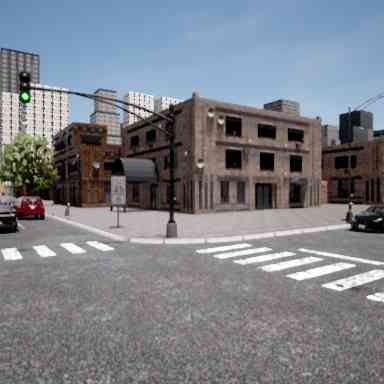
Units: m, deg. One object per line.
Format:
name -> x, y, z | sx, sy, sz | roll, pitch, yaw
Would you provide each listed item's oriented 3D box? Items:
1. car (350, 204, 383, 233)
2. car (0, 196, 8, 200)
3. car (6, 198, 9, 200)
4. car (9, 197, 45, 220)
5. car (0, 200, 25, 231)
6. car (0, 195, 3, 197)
car -> 10.379, 1.354, 17.922 | 4.313, 1.339, 1.947 | -1, 1, -33
car -> -22.600, 1.565, 41.556 | 1.947, 1.339, 4.313 | 0, 0, -33
car -> -16.584, 1.561, 32.286 | 1.947, 1.339, 4.313 | 0, 0, -33
car -> -13.575, 1.309, 27.651 | 2.192, 1.841, 5.009 | 0, 0, -33
car -> -11.677, 1.484, 19.964 | 2.128, 1.511, 4.902 | 0, 0, -33
car -> -25.608, 1.553, 46.190 | 2.008, 1.369, 4.403 | 0, 0, -33
